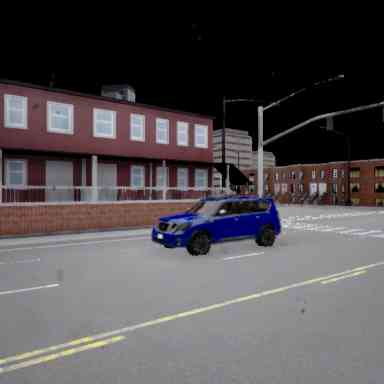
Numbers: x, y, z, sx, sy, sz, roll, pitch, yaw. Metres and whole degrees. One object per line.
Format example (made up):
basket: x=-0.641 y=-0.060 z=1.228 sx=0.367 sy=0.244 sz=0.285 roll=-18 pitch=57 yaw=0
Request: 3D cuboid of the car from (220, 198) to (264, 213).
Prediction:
car: x=5.542 y=1.476 z=37.289 sx=1.882 sy=1.535 sz=5.008 roll=0 pitch=0 yaw=-36

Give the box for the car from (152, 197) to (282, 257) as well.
car: x=1.168 y=1.221 z=13.343 sx=5.566 sy=2.045 sz=2.150 roll=0 pitch=0 yaw=-34
